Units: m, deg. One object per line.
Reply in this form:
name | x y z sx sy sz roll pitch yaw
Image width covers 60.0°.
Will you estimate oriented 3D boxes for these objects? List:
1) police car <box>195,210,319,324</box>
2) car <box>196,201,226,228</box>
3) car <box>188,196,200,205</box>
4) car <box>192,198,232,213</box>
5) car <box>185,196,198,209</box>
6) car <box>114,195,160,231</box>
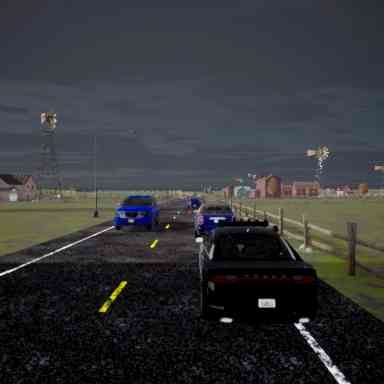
police car | 1.116 1.425 7.455 1.930 1.638 5.238 0 0 0
car | 1.229 1.463 23.535 1.801 1.575 5.366 0 0 0
car | 0.450 1.563 61.964 2.128 1.511 4.902 0 0 0
car | 1.184 1.354 17.316 2.097 1.767 4.553 0 0 0
car | 0.376 1.562 45.311 1.812 1.442 4.674 0 0 1
car | -3.338 1.225 21.138 2.150 2.045 5.566 0 0 0
